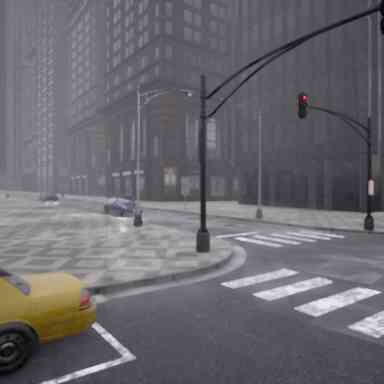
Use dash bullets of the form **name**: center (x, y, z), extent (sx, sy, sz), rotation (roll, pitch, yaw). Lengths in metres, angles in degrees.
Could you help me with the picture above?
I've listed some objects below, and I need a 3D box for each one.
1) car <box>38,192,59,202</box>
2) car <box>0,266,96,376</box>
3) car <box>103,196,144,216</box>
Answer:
- **car**: center (-20.417, 0.653, 47.116), extent (2.033, 1.411, 5.357), rotation (0, 1, -36)
- **car**: center (-3.688, 1.526, 4.014), extent (4.829, 1.417, 1.752), rotation (0, 0, -36)
- **car**: center (-5.583, 1.075, 26.513), extent (1.812, 1.442, 4.674), rotation (0, 1, -36)
